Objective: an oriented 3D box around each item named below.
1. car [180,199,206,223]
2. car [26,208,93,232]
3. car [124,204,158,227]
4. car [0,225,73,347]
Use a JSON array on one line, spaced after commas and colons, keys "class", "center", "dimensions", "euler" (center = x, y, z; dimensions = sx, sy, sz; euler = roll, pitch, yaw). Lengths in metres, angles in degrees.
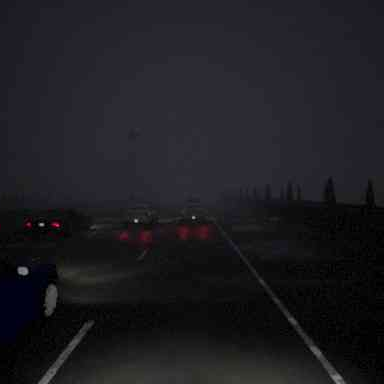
[{"class": "car", "center": [0.097, 1.515, 25.027], "dimensions": [1.812, 1.442, 4.674], "euler": [0, 0, 0]}, {"class": "car", "center": [-6.902, 1.540, 17.765], "dimensions": [2.033, 1.411, 5.357], "euler": [0, 0, 0]}, {"class": "car", "center": [-3.403, 1.516, 22.543], "dimensions": [1.812, 1.442, 4.674], "euler": [0, 0, 0]}, {"class": "car", "center": [-3.401, 1.476, 4.205], "dimensions": [1.882, 1.535, 5.008], "euler": [0, 0, 0]}]
